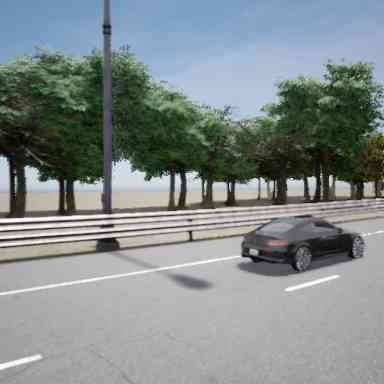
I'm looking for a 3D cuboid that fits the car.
[{"bbox_3d":[3.596,1.485,10.611,4.674,1.442,1.812,-1,0,-35],"label":"car"}]
